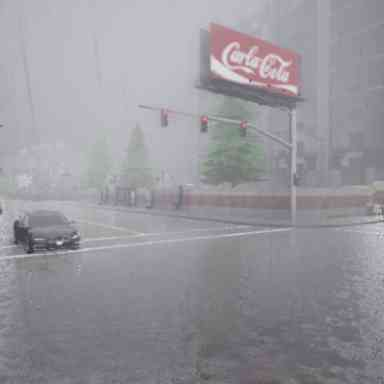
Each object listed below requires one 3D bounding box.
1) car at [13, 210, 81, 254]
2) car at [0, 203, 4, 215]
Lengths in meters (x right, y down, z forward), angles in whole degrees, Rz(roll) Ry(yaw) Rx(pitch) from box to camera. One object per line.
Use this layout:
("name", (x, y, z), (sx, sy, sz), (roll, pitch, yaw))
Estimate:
("car", (-6.054, 1.540, 13.656), (1.837, 1.490, 4.892), (0, 0, -36))
("car", (-20.132, 1.524, 33.169), (1.812, 1.442, 4.674), (0, 0, -36))
